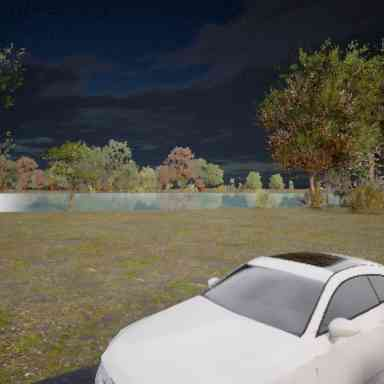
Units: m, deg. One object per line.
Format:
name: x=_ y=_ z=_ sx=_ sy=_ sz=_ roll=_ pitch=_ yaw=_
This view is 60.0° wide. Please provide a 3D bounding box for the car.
car: x=1.255 y=1.525 z=3.967 sx=4.674 sy=1.442 sz=1.812 roll=0 pitch=0 yaw=-36
